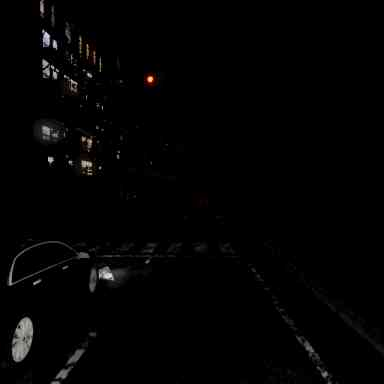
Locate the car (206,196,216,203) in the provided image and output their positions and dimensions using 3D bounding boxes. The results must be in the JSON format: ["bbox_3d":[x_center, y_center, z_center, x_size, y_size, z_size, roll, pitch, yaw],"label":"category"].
[{"bbox_3d":[4.613,1.802,79.107,1.837,1.490,4.892,0,0,11],"label":"car"}]

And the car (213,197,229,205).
[{"bbox_3d":[5.763,1.725,66.404,1.837,1.490,4.892,0,0,9],"label":"car"}]

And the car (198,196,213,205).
[{"bbox_3d":[2.542,1.571,66.752,2.097,1.767,4.553,0,0,8],"label":"car"}]

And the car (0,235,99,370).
[{"bbox_3d":[-3.047,1.507,5.679,1.837,1.490,4.892,0,0,1],"label":"car"}]
